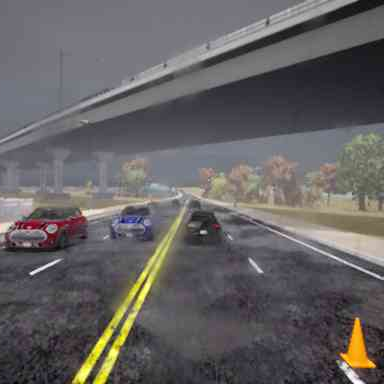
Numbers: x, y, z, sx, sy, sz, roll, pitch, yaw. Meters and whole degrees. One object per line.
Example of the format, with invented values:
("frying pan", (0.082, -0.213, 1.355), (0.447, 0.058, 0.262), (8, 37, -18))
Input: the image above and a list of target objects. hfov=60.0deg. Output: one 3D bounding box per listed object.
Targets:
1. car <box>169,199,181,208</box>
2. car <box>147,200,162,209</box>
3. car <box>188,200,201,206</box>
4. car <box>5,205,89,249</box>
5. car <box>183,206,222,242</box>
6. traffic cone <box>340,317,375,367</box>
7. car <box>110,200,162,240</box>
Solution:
("car", (-2.975, 2.001, 59.621), (1.837, 1.490, 4.892), (1, 0, 0))
("car", (-6.213, 2.028, 55.953), (1.895, 1.301, 4.718), (1, -1, 0))
("car", (0.450, 1.972, 50.731), (1.837, 1.490, 4.892), (1, 0, 0))
("car", (-6.167, 1.402, 14.686), (2.097, 1.767, 4.553), (1, -1, 0))
("car", (0.530, 1.690, 17.418), (1.812, 1.442, 4.674), (1, 0, 0))
("traffic cone", (2.275, 2.028, 4.583), (0.340, 0.580, 0.340), (1, -1, 0))
("car", (-2.912, 1.474, 17.864), (2.097, 1.767, 4.553), (1, -1, 0))
